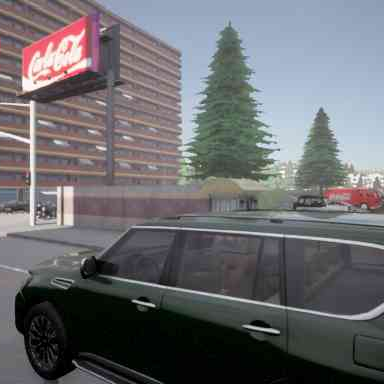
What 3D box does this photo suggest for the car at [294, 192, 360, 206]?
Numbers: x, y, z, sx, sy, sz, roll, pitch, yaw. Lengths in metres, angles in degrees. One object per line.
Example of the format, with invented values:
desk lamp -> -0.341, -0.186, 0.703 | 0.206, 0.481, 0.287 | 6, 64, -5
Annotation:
car -> 8.787, 1.149, 22.271 | 3.866, 1.878, 1.905 | 0, 0, 35

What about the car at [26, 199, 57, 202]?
car -> -11.088, 1.491, 28.658 | 2.128, 1.511, 4.902 | 0, 0, 35

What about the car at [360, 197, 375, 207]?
car -> 10.724, 1.338, 24.330 | 4.193, 1.474, 1.816 | 0, 0, 35

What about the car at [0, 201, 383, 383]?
car -> 0.248, 1.222, 3.815 | 5.566, 2.045, 2.150 | 0, 0, 35

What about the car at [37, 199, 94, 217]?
car -> -12.392, 1.477, 32.883 | 1.882, 1.535, 5.008 | 0, 0, 35

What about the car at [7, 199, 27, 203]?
car -> -18.805, 1.491, 36.280 | 2.128, 1.511, 4.902 | 0, 0, 35

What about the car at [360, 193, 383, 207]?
car -> 26.190, 1.285, 48.086 | 3.988, 1.617, 1.851 | 0, 0, 35

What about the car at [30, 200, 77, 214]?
car -> -14.847, 1.564, 35.824 | 1.994, 1.385, 4.181 | 0, 0, 35
